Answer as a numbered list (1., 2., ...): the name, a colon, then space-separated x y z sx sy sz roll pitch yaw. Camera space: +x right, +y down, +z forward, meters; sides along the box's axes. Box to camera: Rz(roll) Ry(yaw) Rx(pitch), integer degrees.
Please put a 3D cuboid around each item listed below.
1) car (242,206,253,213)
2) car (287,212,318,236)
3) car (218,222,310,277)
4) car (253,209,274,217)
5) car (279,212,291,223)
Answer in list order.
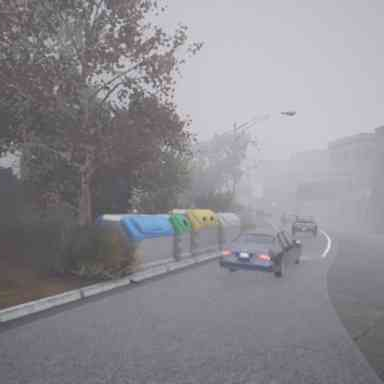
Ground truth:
1. car: 10.969 3.415 67.090 1.994 1.385 4.181 0 1 -8
2. car: 9.278 2.704 27.444 2.128 1.511 4.902 0 -2 19
3. car: 2.721 2.051 12.149 2.033 1.411 5.357 1 -2 28
4. car: 12.278 3.563 56.314 1.895 1.301 4.718 0 0 -5
5. car: 12.326 3.281 42.730 2.128 1.511 4.902 0 -1 7
